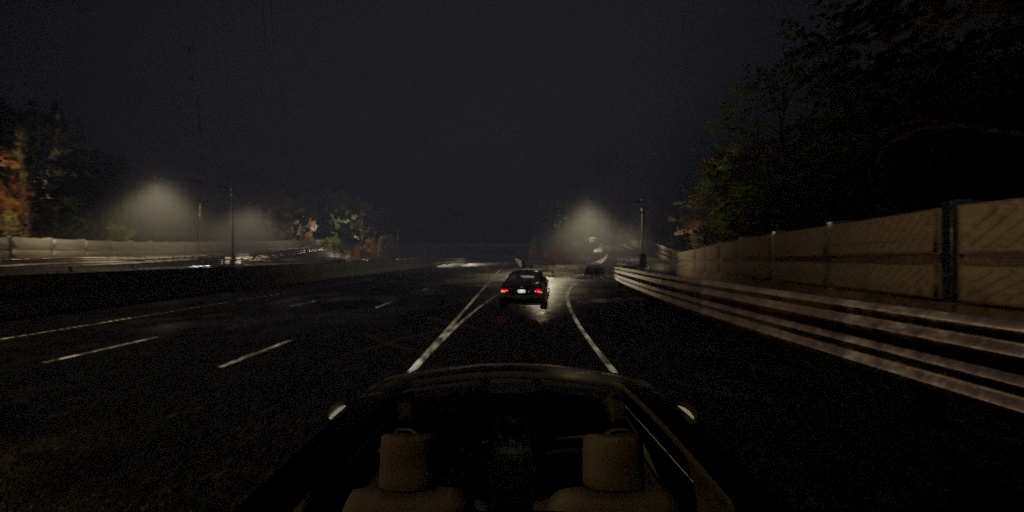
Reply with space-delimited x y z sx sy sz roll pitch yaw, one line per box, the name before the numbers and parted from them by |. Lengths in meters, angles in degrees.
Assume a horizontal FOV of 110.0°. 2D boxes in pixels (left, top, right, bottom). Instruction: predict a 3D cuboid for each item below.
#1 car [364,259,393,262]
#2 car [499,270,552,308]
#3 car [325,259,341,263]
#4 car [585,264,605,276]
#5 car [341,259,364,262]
car | -21.058 1.238 56.866 1.882 1.535 5.008 0 0 1
car | 0.655 1.302 15.235 2.033 1.411 5.357 0 0 7
car | -28.053 1.236 56.701 1.882 1.535 5.008 0 0 1
car | 11.145 1.877 48.080 1.882 1.535 5.008 0 -1 26
car | -24.556 1.253 56.858 2.128 1.511 4.902 0 0 1
